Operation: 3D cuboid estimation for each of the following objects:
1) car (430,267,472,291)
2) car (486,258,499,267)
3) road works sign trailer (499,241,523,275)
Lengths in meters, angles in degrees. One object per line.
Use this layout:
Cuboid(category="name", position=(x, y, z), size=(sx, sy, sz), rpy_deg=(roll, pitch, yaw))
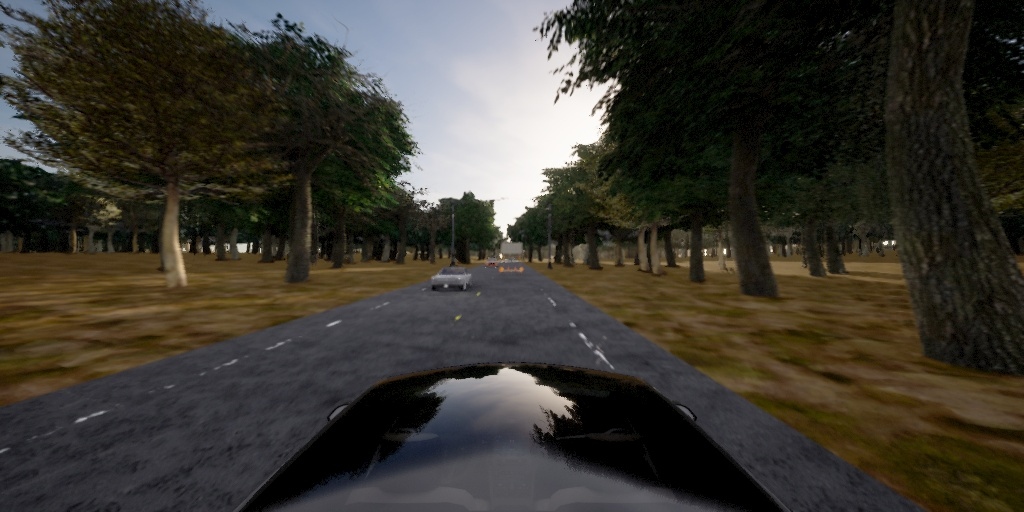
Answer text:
Cuboid(category="car", position=(-3.595, 1.342, 21.828), size=(1.895, 1.301, 4.718), rpy_deg=(0, 0, 0))
Cuboid(category="car", position=(-3.516, 1.106, 64.126), size=(2.097, 1.767, 4.553), rpy_deg=(0, 0, 0))
Cuboid(category="road works sign trailer", position=(-0.017, 0.204, 38.280), size=(2.380, 3.560, 2.880), rpy_deg=(0, 0, 0))
